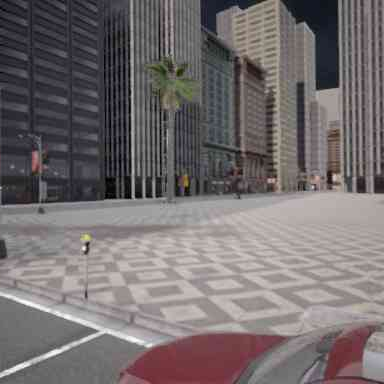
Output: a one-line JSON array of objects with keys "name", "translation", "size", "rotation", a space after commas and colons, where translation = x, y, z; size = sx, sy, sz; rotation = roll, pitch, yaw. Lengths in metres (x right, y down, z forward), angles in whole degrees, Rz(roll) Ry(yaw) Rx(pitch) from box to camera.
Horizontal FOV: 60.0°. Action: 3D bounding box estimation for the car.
[{"name": "car", "translation": [1.217, 1.583, 2.098], "size": [4.206, 1.307, 1.802], "rotation": [-1, -1, 35]}]
